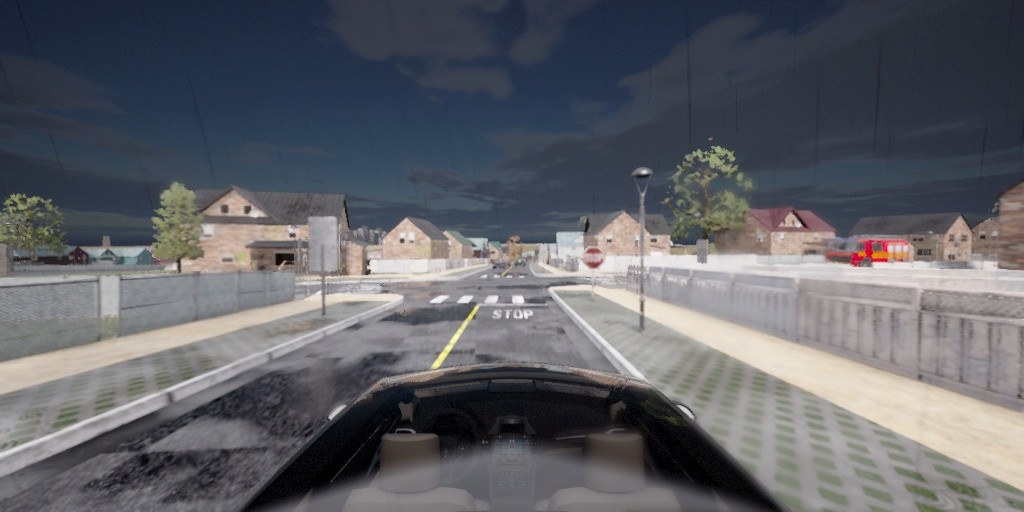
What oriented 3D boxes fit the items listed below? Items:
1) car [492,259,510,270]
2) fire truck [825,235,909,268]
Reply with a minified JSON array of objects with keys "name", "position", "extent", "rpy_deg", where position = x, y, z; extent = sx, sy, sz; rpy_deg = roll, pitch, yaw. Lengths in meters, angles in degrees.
[{"name":"car","position":[-1.903,1.288,54.302],"extent":[2.033,1.411,5.357],"rpy_deg":[0,0,2]},{"name":"fire truck","position":[37.738,-0.309,38.152],"extent":[8.468,3.827,2.891],"rpy_deg":[0,2,-17]}]
